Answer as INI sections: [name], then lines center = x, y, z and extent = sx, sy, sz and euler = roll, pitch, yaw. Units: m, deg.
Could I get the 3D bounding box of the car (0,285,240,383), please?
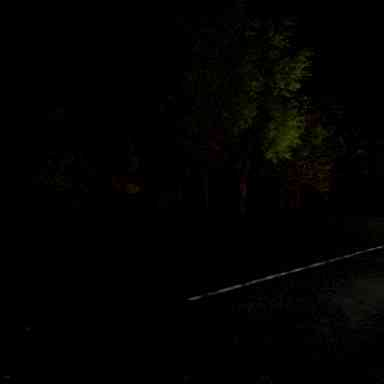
[car]
center = -1.747, 1.552, 2.792
extent = 4.718, 1.301, 1.895
euler = 0, 1, -41
